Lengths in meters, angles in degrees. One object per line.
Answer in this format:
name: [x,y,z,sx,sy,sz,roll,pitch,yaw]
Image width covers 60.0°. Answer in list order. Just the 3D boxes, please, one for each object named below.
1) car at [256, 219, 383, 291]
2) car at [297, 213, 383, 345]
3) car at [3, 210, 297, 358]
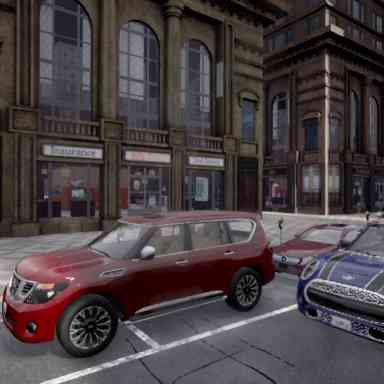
car: [3.964,1.583,9.441,4.206,1.307,1.802,0,0,-35]
car: [4.051,1.352,6.244,4.553,1.767,2.097,0,0,-35]
car: [-0.605,1.315,6.202,5.009,1.841,2.192,0,0,-35]
